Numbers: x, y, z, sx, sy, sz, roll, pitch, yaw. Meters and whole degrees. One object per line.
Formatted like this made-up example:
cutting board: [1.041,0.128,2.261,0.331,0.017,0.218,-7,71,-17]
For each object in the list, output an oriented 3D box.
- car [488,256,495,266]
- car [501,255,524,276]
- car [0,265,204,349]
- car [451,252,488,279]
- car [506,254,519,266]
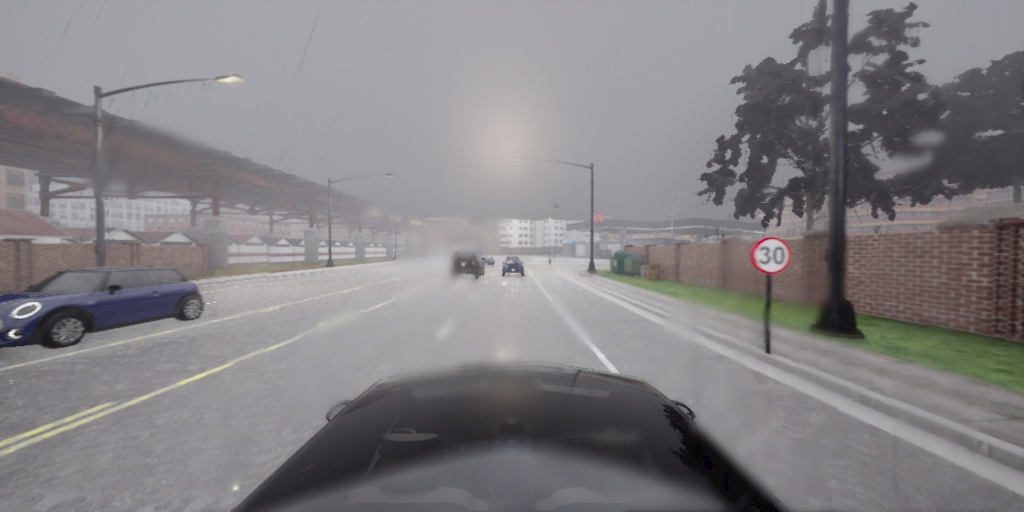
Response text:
car: [-3.403,0.703,50.219,1.895,1.301,4.718,0,1,0]
car: [0.098,0.940,31.902,1.812,1.442,4.674,0,1,0]
car: [-10.586,1.076,9.120,2.097,1.767,4.553,0,0,0]
car: [-3.401,0.698,28.245,2.150,2.045,5.566,0,1,0]
car: [0.098,0.533,52.943,1.882,1.535,5.008,0,1,0]
